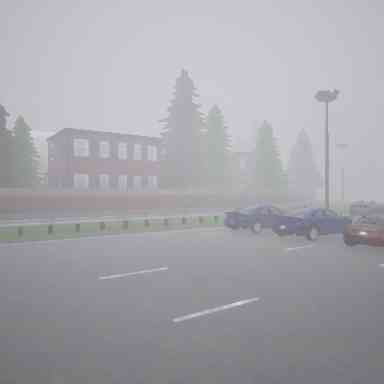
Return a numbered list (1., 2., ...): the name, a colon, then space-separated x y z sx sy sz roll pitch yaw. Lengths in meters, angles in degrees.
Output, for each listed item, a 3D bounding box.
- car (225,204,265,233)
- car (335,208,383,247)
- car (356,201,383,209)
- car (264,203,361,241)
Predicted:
1. car: 4.204 1.484 19.765 5.008 1.535 1.882 0 0 -35
2. car: 8.269 1.572 14.066 4.181 1.385 1.994 0 0 -35
3. car: 15.501 1.494 29.184 4.902 1.511 2.128 0 0 -44
4. car: 6.236 1.484 16.916 5.008 1.535 1.882 0 0 -35
